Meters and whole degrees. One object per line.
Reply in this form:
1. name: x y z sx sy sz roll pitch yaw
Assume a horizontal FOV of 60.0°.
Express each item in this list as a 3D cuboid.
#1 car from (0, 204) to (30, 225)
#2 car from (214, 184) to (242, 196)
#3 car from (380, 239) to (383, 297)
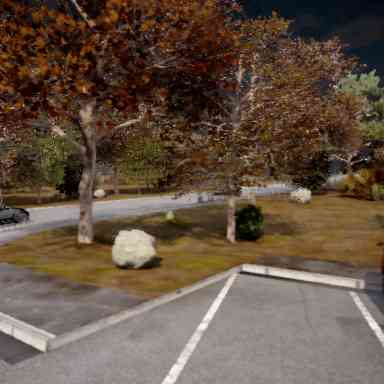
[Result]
1. car: -11.147 1.251 18.360 1.994 1.385 4.181 0 3 21
2. car: 4.229 -0.277 39.347 1.994 1.385 4.181 2 4 37
3. car: 4.251 1.235 4.368 2.435 2.045 5.566 1 -1 16
